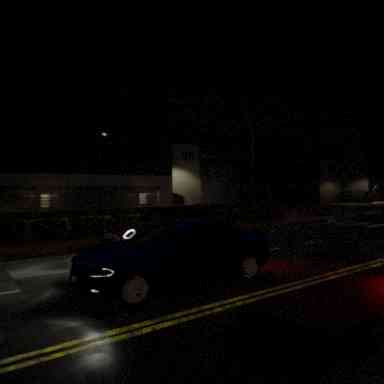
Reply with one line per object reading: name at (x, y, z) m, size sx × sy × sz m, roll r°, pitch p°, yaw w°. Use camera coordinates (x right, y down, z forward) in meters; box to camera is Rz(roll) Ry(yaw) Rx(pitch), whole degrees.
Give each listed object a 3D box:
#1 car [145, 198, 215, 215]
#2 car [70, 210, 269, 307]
car at (-0.853, 1.280, 11.963) m, size 4.553 × 1.767 × 2.097 m, roll -1°, pitch 0°, yaw -35°
car at (-0.312, 1.427, 8.056) m, size 5.008 × 1.535 × 1.882 m, roll -1°, pitch 0°, yaw -35°
